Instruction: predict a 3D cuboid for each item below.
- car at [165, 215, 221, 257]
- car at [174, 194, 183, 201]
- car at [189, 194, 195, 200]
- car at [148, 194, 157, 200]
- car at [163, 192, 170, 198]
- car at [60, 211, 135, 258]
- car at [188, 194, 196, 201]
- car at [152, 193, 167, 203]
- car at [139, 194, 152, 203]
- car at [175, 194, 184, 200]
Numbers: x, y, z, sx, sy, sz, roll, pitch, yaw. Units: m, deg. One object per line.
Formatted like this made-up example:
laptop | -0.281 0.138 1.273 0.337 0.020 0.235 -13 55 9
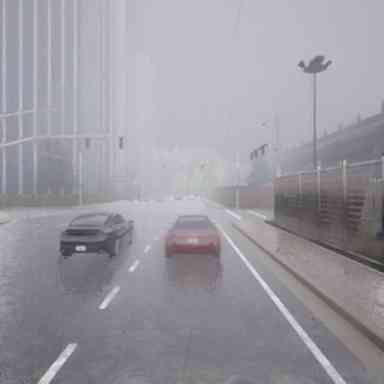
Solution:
car | 0.048 1.570 12.941 1.994 1.385 4.181 0 0 1
car | -3.489 1.528 83.618 1.837 1.490 4.892 0 0 0
car | 0.013 1.398 94.042 1.837 1.490 4.892 0 0 0
car | -10.488 1.265 88.638 1.837 1.490 4.892 0 0 0
car | -6.988 0.990 88.608 2.150 2.045 5.566 0 0 0
car | -3.454 1.511 12.843 1.837 1.490 4.892 0 0 1
car | 0.012 1.552 83.932 1.812 1.442 4.674 0 0 0
car | -6.990 1.569 73.040 2.033 1.411 5.357 0 0 0
car | -10.490 1.554 73.039 2.128 1.511 4.902 0 0 0
car | -3.487 1.423 94.042 2.128 1.511 4.902 0 0 0
